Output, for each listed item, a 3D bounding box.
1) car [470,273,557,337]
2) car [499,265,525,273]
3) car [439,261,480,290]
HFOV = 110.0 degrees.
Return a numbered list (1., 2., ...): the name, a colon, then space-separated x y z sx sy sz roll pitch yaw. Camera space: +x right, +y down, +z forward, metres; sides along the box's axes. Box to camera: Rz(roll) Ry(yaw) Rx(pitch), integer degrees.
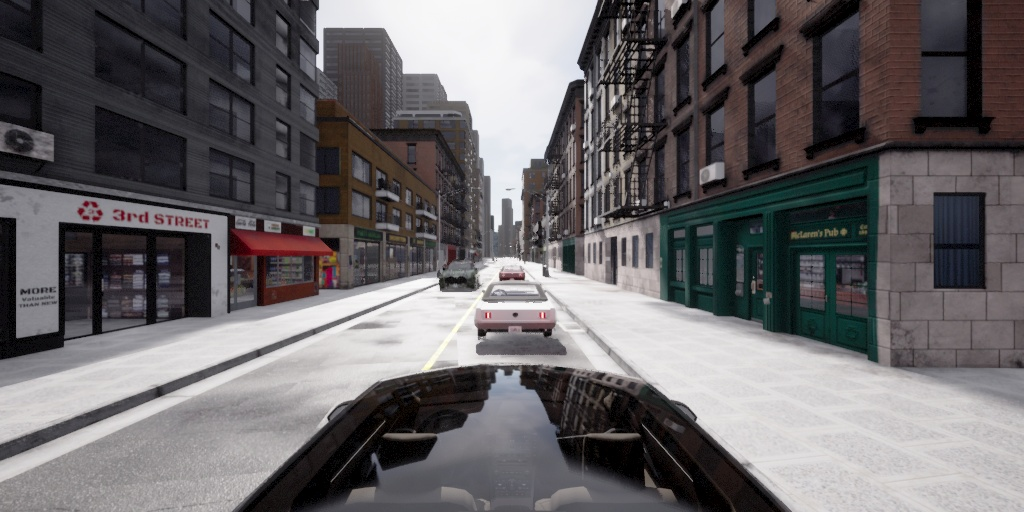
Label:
1. car: 0.064 1.350 10.230 1.895 1.301 4.718 0 0 0
2. car: -0.006 1.346 27.047 1.895 1.301 4.718 0 0 0
3. car: -3.188 1.099 22.438 2.097 1.767 4.553 0 0 0
